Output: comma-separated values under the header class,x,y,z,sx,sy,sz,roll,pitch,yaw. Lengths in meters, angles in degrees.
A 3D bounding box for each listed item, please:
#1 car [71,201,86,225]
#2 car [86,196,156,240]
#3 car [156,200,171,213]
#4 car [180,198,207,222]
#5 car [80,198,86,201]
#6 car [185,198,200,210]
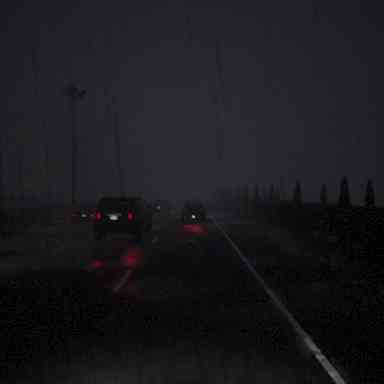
class,x,y,z,sx,sy,sz,roll,pitch,yaw
car,-6.898,1.543,23.696,2.033,1.411,5.357,0,0,0
car,-3.398,1.218,17.138,2.150,2.045,5.566,0,0,0
car,-3.401,1.557,36.185,1.994,1.385,4.181,0,0,0
car,0.102,1.501,26.236,1.837,1.490,4.892,0,0,0
car,-14.096,1.517,44.547,1.812,1.442,4.674,0,0,0
car,0.051,1.518,42.954,1.812,1.442,4.674,0,0,-1
